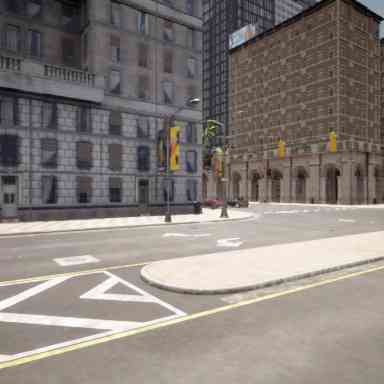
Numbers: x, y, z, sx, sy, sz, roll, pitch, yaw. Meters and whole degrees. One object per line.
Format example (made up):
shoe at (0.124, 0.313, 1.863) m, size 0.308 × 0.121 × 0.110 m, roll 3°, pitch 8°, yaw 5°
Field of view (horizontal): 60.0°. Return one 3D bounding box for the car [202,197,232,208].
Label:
car at (3.039, 1.526, 46.977) m, size 1.812 × 1.442 × 4.674 m, roll 0°, pitch 0°, yaw -35°

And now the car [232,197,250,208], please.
car at (6.246, 1.505, 48.495) m, size 1.837 × 1.490 × 4.892 m, roll 0°, pitch 0°, yaw -35°
